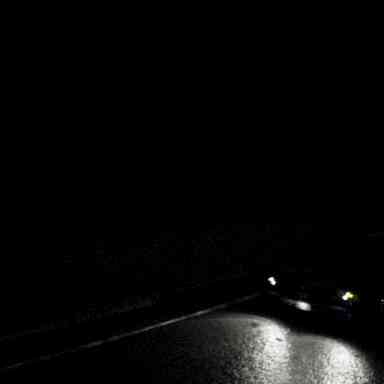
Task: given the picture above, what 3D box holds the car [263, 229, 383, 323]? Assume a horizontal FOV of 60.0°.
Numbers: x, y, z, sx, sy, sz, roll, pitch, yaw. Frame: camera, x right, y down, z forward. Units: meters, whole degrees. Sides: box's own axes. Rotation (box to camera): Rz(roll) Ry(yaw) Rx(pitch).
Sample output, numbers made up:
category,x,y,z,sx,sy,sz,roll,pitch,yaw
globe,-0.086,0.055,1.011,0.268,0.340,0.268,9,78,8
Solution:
category,x,y,z,sx,sy,sz,roll,pitch,yaw
car,3.827,1.587,7.582,5.357,1.411,2.033,0,-1,-44
